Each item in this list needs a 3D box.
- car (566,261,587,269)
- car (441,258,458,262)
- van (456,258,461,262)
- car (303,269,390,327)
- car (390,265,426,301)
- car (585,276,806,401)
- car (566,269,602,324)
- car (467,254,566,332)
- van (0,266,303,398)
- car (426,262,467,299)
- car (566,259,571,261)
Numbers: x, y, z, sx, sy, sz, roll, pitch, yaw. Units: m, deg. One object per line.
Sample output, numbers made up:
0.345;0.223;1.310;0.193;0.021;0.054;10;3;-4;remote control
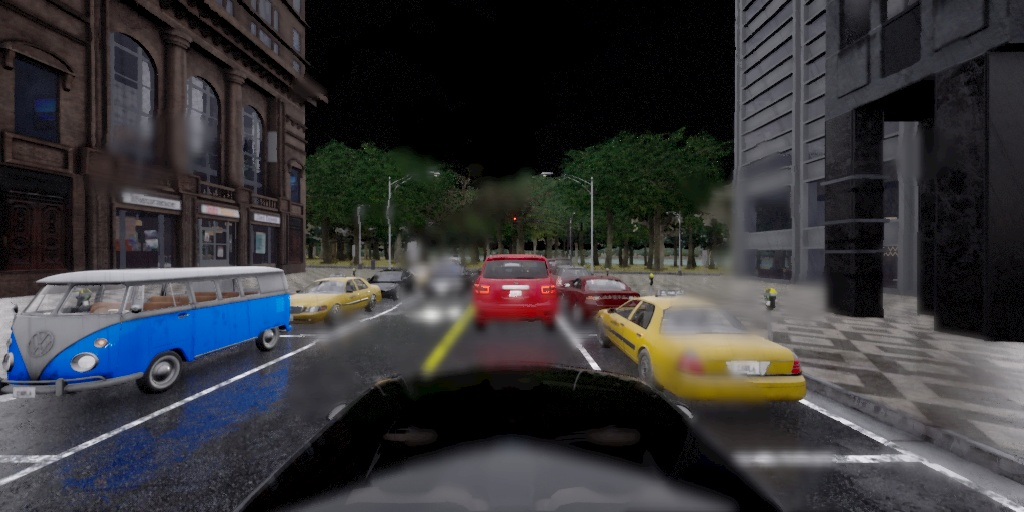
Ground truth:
2.768;1.190;17.208;1.967;1.591;4.097;0;0;0;car
-5.753;1.193;28.086;1.967;1.591;4.097;0;0;0;car
-5.751;1.095;33.524;1.690;1.789;3.998;0;0;0;van
-5.759;1.276;11.604;1.751;1.417;4.829;0;0;0;car
-5.757;1.317;17.211;1.948;1.339;4.313;0;0;0;car
2.764;1.275;6.503;1.751;1.417;4.829;0;0;0;car
2.766;1.295;11.771;1.888;1.381;4.507;0;0;0;car
0.106;0.972;11.029;2.150;2.045;5.566;0;0;0;car
-5.761;1.091;6.336;1.690;1.789;3.998;0;0;0;van
-3.081;1.243;18.223;2.128;1.511;4.902;0;0;0;car
2.770;1.066;22.646;2.192;1.841;5.009;0;0;0;car
